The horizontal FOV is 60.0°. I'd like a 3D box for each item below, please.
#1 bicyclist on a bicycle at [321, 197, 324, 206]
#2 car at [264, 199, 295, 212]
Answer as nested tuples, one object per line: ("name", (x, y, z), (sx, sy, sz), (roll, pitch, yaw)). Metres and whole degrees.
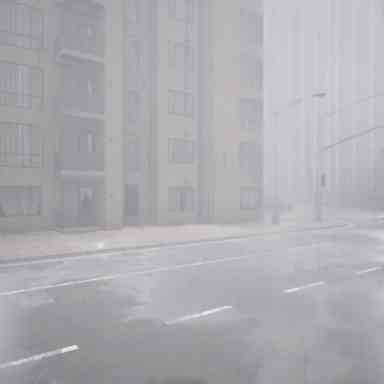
("bicyclist on a bicycle", (18.319, 1.301, 47.564), (1.656, 1.620, 0.582), (0, 0, -34))
("car", (9.774, 1.526, 38.875), (1.812, 1.442, 4.674), (0, 1, -35))
